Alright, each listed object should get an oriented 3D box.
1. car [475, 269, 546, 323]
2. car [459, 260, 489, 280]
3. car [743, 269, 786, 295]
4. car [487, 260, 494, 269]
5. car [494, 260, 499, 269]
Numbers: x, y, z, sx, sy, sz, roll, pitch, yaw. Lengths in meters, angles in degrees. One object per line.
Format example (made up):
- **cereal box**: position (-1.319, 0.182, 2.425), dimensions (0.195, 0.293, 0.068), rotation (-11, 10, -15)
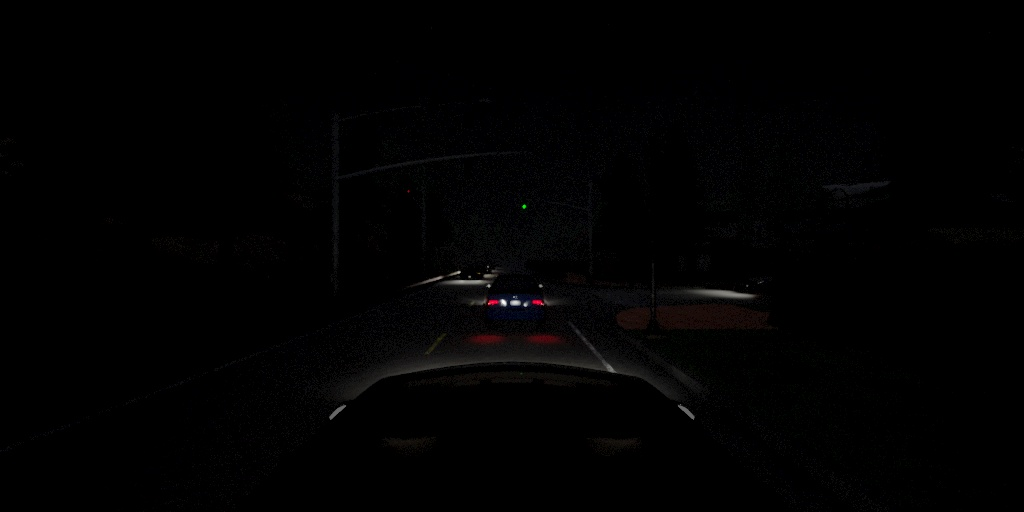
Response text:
- **car**: position (0.093, 1.329, 12.232), dimensions (2.033, 1.411, 5.357), rotation (0, 0, 0)
- **car**: position (-3.602, 1.389, 33.205), dimensions (2.033, 1.411, 5.357), rotation (0, 0, 0)
- **car**: position (16.307, 1.490, 21.134), dimensions (4.674, 1.442, 1.812), rotation (0, 0, 5)
- **car**: position (-3.603, 1.223, 43.051), dimensions (2.097, 1.767, 4.553), rotation (0, 0, 0)
- **car**: position (-3.572, 1.455, 55.461), dimensions (2.033, 1.411, 5.357), rotation (0, 0, 0)
